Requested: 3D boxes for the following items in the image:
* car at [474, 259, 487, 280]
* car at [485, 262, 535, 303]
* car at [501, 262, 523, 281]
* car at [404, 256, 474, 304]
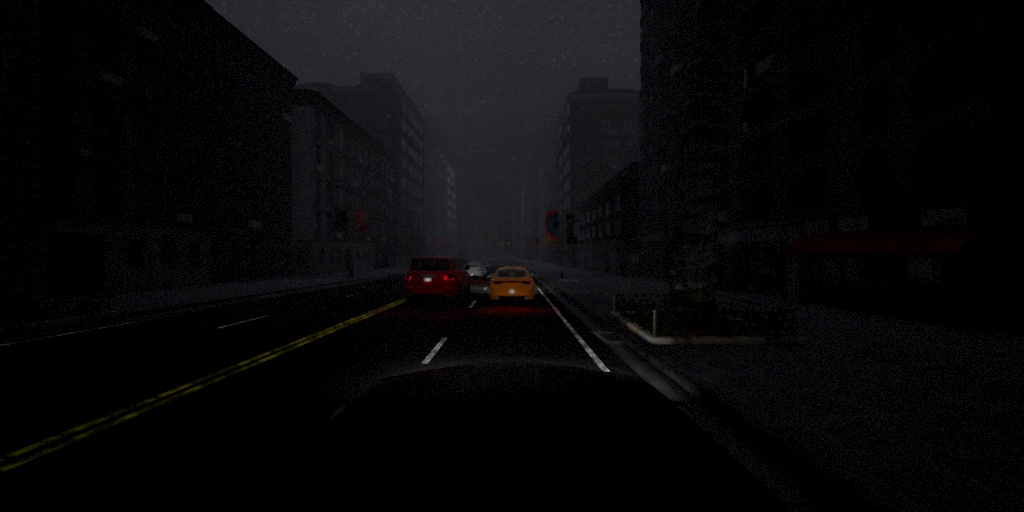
[{"bbox_3d":[-3.250,1.280,31.502,1.812,1.442,4.674,0,0,0],"label":"car"},{"bbox_3d":[0.000,1.231,16.501,1.882,1.535,5.008,0,0,0],"label":"car"},{"bbox_3d":[0.000,1.280,31.502,1.812,1.442,4.674,0,0,0],"label":"car"},{"bbox_3d":[-3.250,1.004,16.530,2.150,2.045,5.566,0,0,0],"label":"car"}]
